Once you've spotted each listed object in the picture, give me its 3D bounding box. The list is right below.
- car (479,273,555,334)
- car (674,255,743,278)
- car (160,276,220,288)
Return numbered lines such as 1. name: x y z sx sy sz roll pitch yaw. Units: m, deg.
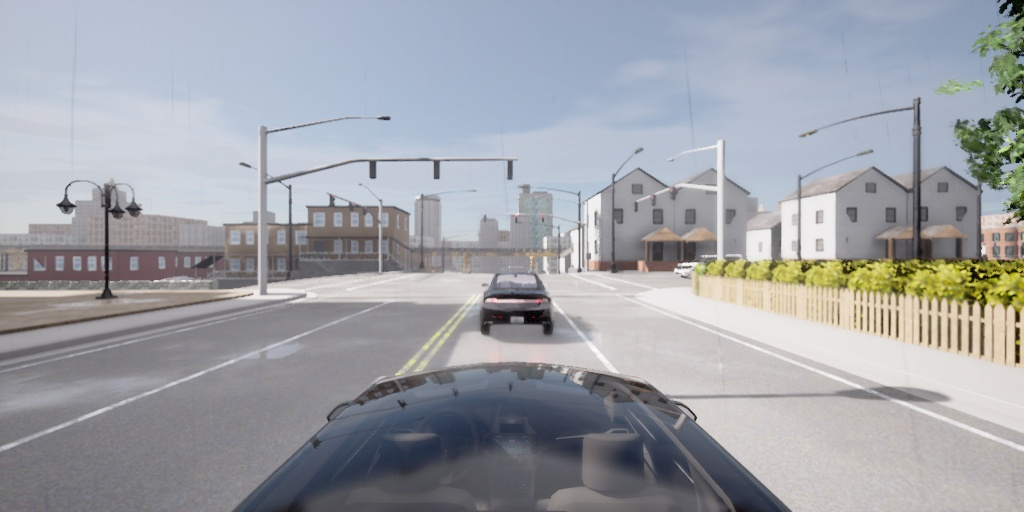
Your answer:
1. car: 0.112 1.227 10.495 2.128 1.511 4.902 0 0 0
2. car: 16.886 0.918 30.547 5.566 2.045 2.150 -1 0 -1
3. car: -24.203 2.206 26.294 4.674 1.442 1.812 -8 0 0
